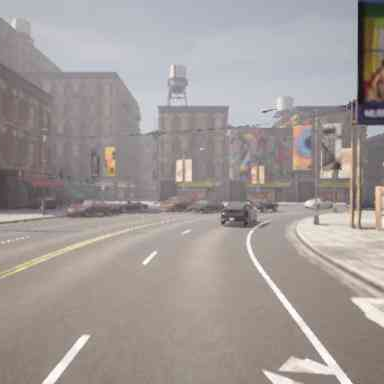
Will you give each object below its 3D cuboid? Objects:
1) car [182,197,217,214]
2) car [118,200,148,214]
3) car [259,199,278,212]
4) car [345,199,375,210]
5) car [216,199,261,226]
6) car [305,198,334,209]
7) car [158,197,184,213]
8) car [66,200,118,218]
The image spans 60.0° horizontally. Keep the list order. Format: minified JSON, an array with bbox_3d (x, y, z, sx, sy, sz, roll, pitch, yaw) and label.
[{"bbox_3d":[1.536,1.520,35.729,2.033,1.411,5.357,0,0,33],"label":"car"},{"bbox_3d":[-6.764,1.515,34.964,1.895,1.301,4.718,0,0,31],"label":"car"},{"bbox_3d":[8.251,1.505,38.440,2.128,1.511,4.902,0,0,41],"label":"car"},{"bbox_3d":[22.675,1.624,44.698,4.674,1.442,1.812,0,0,-24],"label":"car"},{"bbox_3d":[3.433,1.502,23.845,1.837,1.490,4.892,0,0,20],"label":"car"},{"bbox_3d":[17.673,1.590,46.114,4.674,1.442,1.812,0,0,-30],"label":"car"},{"bbox_3d":[-1.774,1.301,36.973,2.097,1.767,4.553,0,0,33],"label":"car"},{"bbox_3d":[-9.080,1.431,29.722,2.002,1.452,4.674,0,0,21],"label":"car"}]
